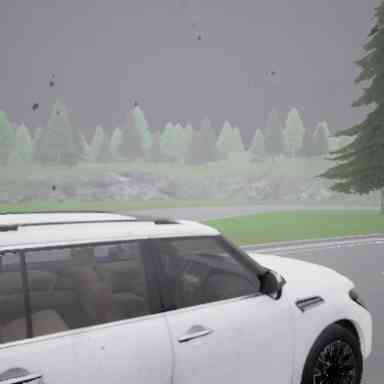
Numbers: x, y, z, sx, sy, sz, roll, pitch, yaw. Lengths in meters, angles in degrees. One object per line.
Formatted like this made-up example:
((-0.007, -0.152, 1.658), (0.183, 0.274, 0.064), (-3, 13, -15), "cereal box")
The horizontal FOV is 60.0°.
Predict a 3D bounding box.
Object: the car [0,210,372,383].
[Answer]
((-0.640, 1.205, 3.135), (5.566, 2.045, 2.150), (0, 0, -34), "car")

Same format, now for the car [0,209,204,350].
((-2.237, 1.322, 6.206), (4.553, 1.767, 2.097), (0, 0, -33), "car")
